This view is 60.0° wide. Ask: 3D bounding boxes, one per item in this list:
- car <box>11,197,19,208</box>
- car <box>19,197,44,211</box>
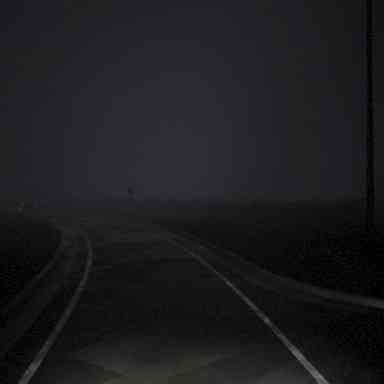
[{"bbox_3d":[-25.650,1.543,49.733,1.837,1.490,4.892,0,0,-35],"label":"car"},{"bbox_3d":[-19.939,1.588,41.617,1.994,1.385,4.181,0,0,-35],"label":"car"}]
